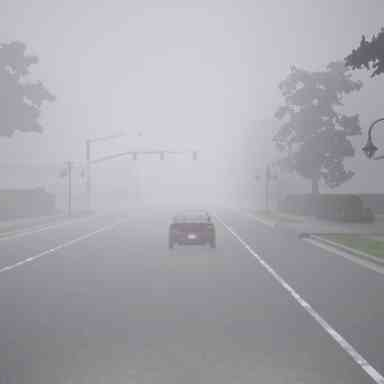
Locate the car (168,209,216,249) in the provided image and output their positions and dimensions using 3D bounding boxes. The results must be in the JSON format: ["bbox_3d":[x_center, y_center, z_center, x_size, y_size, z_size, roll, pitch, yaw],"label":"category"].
[{"bbox_3d":[0.000,1.483,14.650,1.882,1.535,5.008,0,0,0],"label":"car"}]

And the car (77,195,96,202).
[{"bbox_3d":[-24.029,1.453,75.925,3.806,1.475,1.970,0,0,1],"label":"car"}]

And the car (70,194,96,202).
[{"bbox_3d":[-23.312,1.292,70.175,4.611,1.667,2.242,0,0,1],"label":"car"}]
